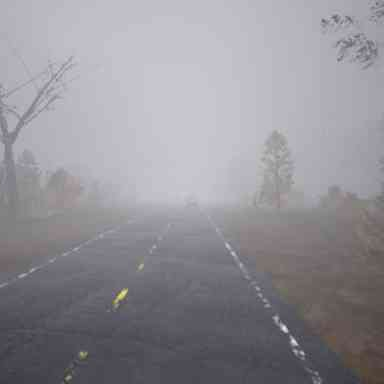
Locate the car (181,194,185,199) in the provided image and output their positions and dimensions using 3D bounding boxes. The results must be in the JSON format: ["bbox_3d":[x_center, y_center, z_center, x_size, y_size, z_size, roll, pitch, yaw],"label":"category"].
[{"bbox_3d":[-0.096,1.244,49.462,2.097,1.767,4.553,0,0,0],"label":"car"}]

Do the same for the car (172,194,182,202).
[{"bbox_3d":[-3.136,1.354,68.839,1.837,1.490,4.892,0,0,0],"label":"car"}]

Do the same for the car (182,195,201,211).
[{"bbox_3d":[0.016,1.443,39.158,1.812,1.442,4.674,0,0,0],"label":"car"}]
